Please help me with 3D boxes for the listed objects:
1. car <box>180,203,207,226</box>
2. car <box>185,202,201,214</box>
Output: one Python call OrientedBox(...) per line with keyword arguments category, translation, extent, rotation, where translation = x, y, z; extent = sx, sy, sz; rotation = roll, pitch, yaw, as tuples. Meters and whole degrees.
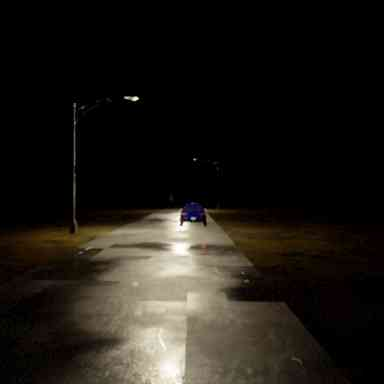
OrientedBox(category="car", translation=(0.089, 1.633, 24.359), extent=(1.812, 1.442, 4.674), rotation=(0, -1, 0))
OrientedBox(category="car", translation=(0.080, 1.996, 42.056), extent=(1.895, 1.301, 4.718), rotation=(0, -1, 0))
